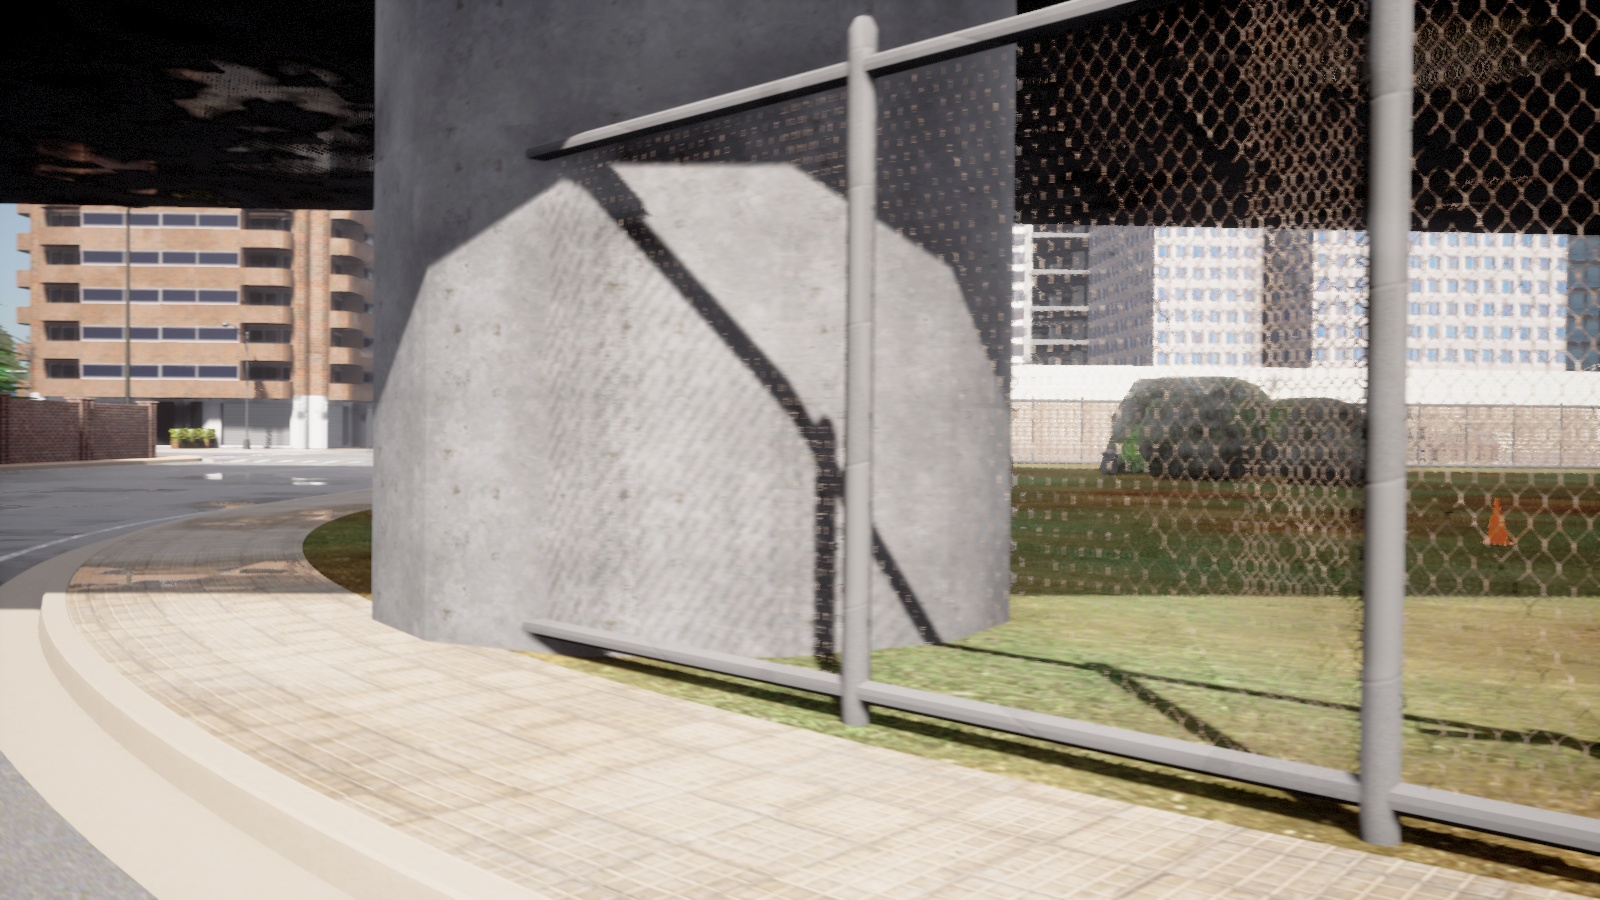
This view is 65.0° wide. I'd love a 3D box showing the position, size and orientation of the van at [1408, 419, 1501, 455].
[{"bbox_3d":[37.462,-0.760,71.919,4.442,1.987,1.775,0,1,-3],"label":"van"}]
